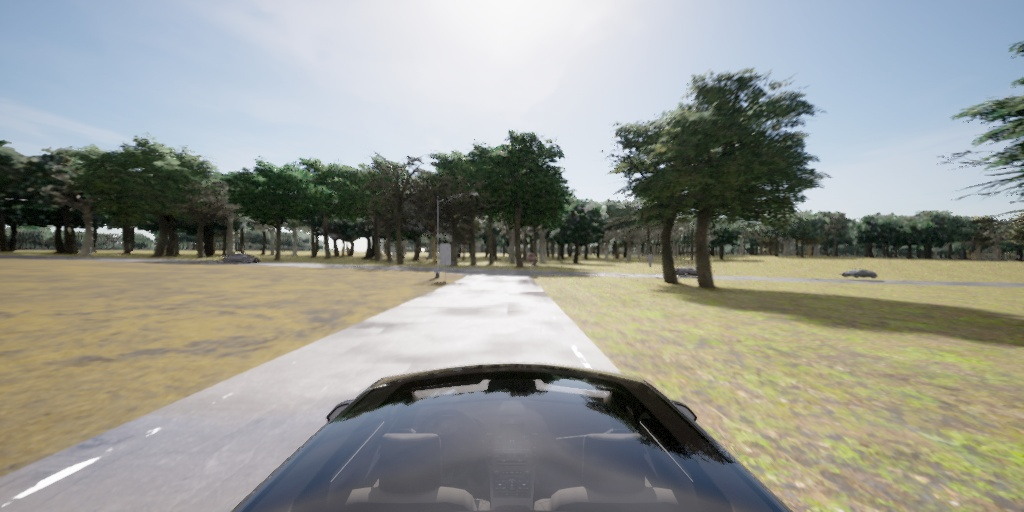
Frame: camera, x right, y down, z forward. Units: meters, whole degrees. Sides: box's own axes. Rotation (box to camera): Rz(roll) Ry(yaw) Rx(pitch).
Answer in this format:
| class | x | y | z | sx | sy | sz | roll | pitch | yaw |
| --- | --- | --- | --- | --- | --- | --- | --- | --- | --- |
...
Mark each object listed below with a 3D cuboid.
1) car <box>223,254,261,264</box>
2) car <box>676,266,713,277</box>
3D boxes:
| class | x | y | z | sx | sy | sz | roll | pitch | yaw |
| --- | --- | --- | --- | --- | --- | --- | --- | --- | --- |
| car | -37.091 | 0.388 | 49.322 | 4.181 | 1.385 | 1.994 | 2 | 0 | -1 |
| car | 25.369 | 2.227 | 49.902 | 4.902 | 1.511 | 2.128 | 2 | 0 | -1 |
